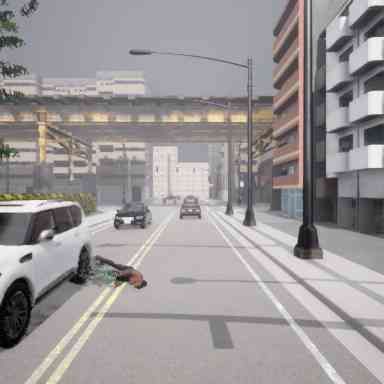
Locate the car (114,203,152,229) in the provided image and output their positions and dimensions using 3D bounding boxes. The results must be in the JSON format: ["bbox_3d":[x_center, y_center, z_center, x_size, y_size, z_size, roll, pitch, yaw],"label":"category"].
[{"bbox_3d":[-3.753,1.492,21.680,2.128,1.511,4.902,0,0,0],"label":"car"}]

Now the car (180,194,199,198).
[{"bbox_3d":[-0.001,1.452,62.531,2.038,1.542,4.974,0,0,-21],"label":"car"}]

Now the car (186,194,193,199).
[{"bbox_3d":[-0.596,1.295,89.176,1.853,1.218,4.536,0,0,-1],"label":"car"}]

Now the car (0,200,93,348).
[{"bbox_3d":[-3.655,1.220,6.616,2.150,2.045,5.566,0,0,-1],"label":"car"}]

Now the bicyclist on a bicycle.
[{"bbox_3d":[-1.847,2.042,8.121,1.620,0.582,1.656,13,-1,10],"label":"bicyclist on a bicycle"}]

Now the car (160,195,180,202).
[{"bbox_3d":[-4.143,1.295,62.851,1.853,1.218,4.536,0,0,24],"label":"car"}]

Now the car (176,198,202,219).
[{"bbox_3d":[-0.135,1.547,29.287,2.033,1.411,5.357,0,0,0],"label":"car"}]

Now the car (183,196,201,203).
[{"bbox_3d":[-0.020,1.295,62.580,1.853,1.218,4.536,0,0,-21],"label":"car"}]

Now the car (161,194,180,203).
[{"bbox_3d":[-4.164,1.452,62.804,2.038,1.542,4.974,0,0,24],"label":"car"}]

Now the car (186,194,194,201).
[{"bbox_3d":[-0.595,1.452,89.124,2.038,1.542,4.974,0,0,-1],"label":"car"}]
